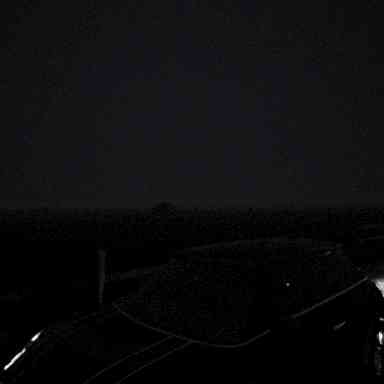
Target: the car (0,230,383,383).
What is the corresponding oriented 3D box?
[{"bbox_3d":[0.406,1.413,3.685,4.553,1.767,2.097,0,-1,-43],"label":"car"}]
